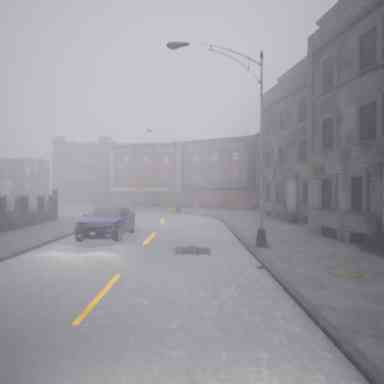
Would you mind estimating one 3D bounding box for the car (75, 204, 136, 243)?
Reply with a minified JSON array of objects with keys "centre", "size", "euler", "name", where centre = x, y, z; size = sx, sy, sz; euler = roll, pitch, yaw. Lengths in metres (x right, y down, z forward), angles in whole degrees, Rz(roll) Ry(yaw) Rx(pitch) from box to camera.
[{"centre":[-3.958,1.388,15.894],"size":[1.882,1.535,5.008],"euler":[0,0,1],"name":"car"}]
